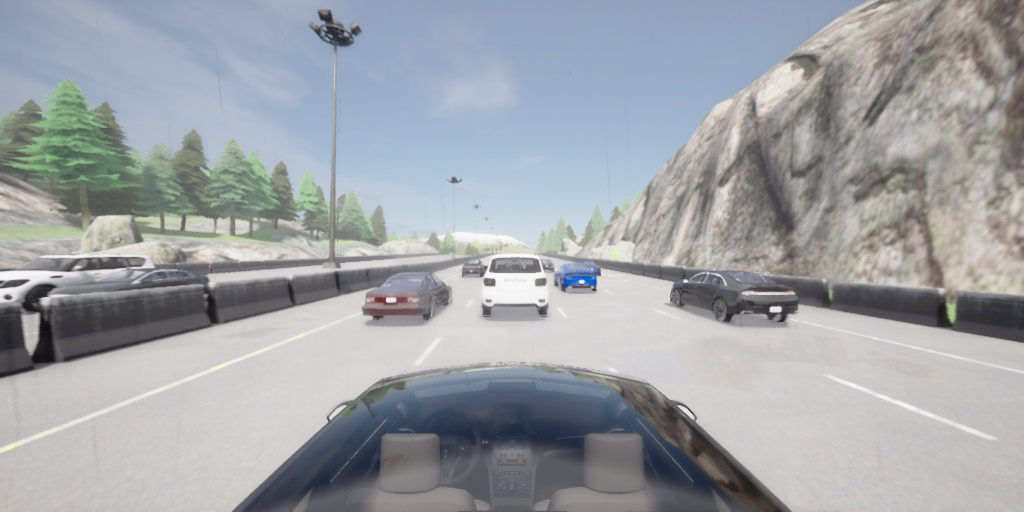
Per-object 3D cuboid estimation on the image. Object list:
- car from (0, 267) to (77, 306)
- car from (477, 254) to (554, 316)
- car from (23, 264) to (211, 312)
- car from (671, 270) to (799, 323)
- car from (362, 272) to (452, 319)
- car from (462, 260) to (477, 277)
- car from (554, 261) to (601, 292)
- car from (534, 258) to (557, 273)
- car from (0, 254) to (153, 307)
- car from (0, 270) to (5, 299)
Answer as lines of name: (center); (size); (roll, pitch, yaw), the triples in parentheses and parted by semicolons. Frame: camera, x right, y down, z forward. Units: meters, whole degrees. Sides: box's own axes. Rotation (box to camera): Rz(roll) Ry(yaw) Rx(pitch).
car: (-21.004, 1.230, 14.119); (1.837, 1.490, 4.892); (0, 0, 0)
car: (0.102, 0.944, 13.373); (2.150, 2.045, 5.566); (0, 0, 0)
car: (-14.010, 1.214, 13.569); (2.128, 1.511, 4.902); (0, 0, 0)
car: (7.102, 1.220, 12.076); (2.128, 1.511, 4.902); (0, 0, 0)
car: (-3.398, 1.273, 12.585); (2.033, 1.411, 5.357); (0, 0, 0)
car: (-3.395, 1.058, 32.626); (2.128, 1.511, 4.902); (0, 1, 0)
car: (3.603, 1.155, 20.972); (1.882, 1.535, 5.008); (0, 1, 0)
car: (3.606, 1.027, 39.477); (2.033, 1.411, 5.357); (0, 1, 0)
car: (-17.500, 0.927, 14.373); (2.150, 2.045, 5.566); (0, 0, 0)
car: (-24.501, 1.319, 14.306); (1.895, 1.301, 4.718); (0, 0, 0)
